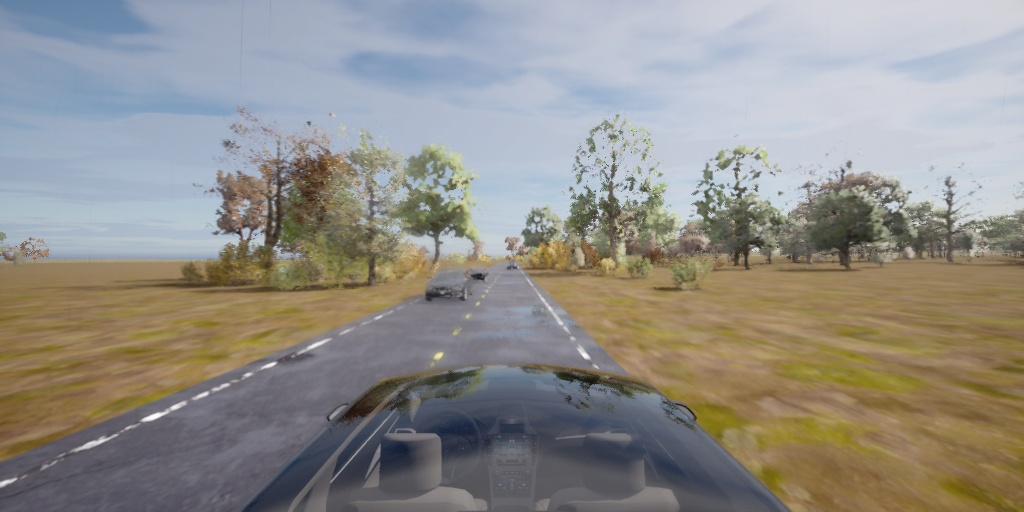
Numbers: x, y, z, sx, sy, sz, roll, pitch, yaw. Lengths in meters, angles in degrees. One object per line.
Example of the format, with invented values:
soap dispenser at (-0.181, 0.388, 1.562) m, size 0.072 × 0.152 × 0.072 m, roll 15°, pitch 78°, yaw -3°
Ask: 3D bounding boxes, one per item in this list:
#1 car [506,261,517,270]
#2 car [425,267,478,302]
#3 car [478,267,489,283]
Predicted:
car at (-0.022, 1.771, 63.025) m, size 1.895 × 1.301 × 4.718 m, roll 0°, pitch 0°, yaw 0°
car at (-3.016, 1.375, 18.028) m, size 1.837 × 1.490 × 4.892 m, roll 0°, pitch -1°, yaw 0°
car at (-3.010, 1.589, 31.024) m, size 1.895 × 1.301 × 4.718 m, roll 0°, pitch 0°, yaw 0°
